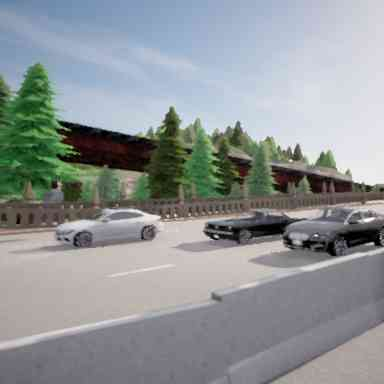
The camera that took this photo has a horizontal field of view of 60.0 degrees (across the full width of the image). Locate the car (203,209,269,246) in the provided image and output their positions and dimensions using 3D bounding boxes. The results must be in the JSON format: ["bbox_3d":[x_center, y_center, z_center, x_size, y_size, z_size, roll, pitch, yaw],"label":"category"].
[{"bbox_3d":[2.780,1.427,14.569,4.718,1.301,1.895,-1,1,-35],"label":"car"}]

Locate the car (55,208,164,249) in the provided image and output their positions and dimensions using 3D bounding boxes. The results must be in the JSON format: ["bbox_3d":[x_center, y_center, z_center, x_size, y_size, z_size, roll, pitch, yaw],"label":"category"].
[{"bbox_3d":[-3.450,1.450,14.427,4.674,1.442,1.812,-1,1,-35],"label":"car"}]

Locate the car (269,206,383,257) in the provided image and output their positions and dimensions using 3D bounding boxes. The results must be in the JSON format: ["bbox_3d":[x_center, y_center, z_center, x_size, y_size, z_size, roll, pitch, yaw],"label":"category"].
[{"bbox_3d":[5.373,1.305,12.119,4.902,1.511,2.128,-1,1,-35],"label":"car"}]
